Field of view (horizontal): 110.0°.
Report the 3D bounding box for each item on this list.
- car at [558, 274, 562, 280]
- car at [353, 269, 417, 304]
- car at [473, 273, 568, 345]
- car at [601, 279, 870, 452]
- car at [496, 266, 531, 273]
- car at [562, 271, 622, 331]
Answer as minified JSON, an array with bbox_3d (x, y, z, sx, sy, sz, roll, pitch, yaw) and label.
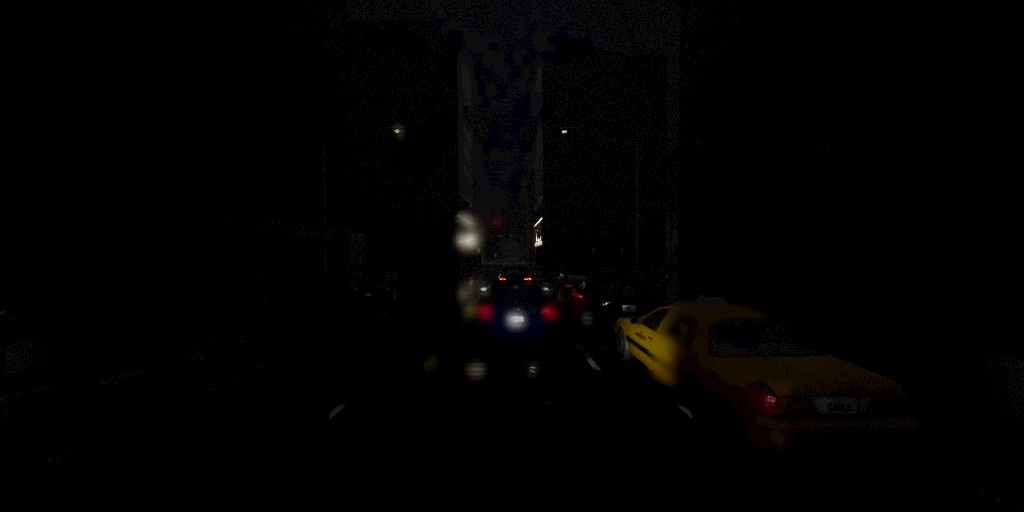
[{"bbox_3d":[2.875,1.327,16.436,1.802,1.307,4.207,0,0,0],"label":"car"},{"bbox_3d":[-5.670,1.290,16.434,1.888,1.381,4.507,0,0,0],"label":"car"},{"bbox_3d":[0.100,1.312,9.535,1.994,1.385,4.181,0,0,0],"label":"car"},{"bbox_3d":[2.874,1.274,5.434,1.751,1.417,4.829,0,0,0],"label":"car"},{"bbox_3d":[0.103,1.270,19.549,1.812,1.442,4.674,0,0,-2],"label":"car"},{"bbox_3d":[2.874,1.313,10.851,1.948,1.339,4.313,0,0,0],"label":"car"}]
